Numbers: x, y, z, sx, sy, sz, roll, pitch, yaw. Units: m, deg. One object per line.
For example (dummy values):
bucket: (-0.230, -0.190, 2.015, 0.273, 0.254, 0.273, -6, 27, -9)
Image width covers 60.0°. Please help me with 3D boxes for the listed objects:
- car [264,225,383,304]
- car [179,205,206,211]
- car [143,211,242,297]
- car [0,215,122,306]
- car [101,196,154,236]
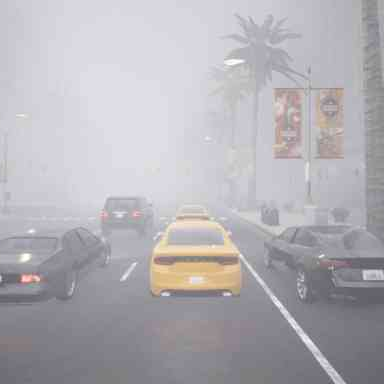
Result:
car: (3.166, 1.513, 8.206, 2.161, 1.482, 4.786, 0, 0, -1)
car: (0.036, 1.478, 18.816, 1.882, 1.535, 5.008, 0, 0, 0)
car: (0.073, 1.478, 8.618, 1.882, 1.535, 5.008, 0, 0, 0)
car: (-3.422, 1.547, 8.275, 2.033, 1.411, 5.357, 0, 0, 0)
car: (-3.462, 1.222, 18.546, 2.150, 2.045, 5.566, 0, 0, 0)
